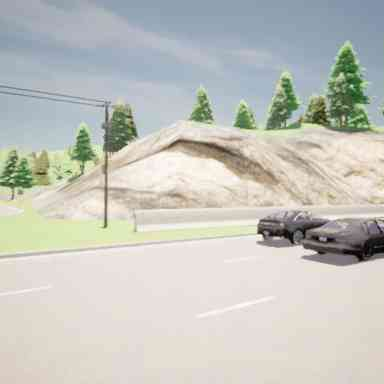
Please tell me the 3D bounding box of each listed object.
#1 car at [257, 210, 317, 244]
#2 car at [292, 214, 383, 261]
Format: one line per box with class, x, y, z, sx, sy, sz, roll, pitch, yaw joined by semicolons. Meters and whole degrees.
car;5.304;1.637;16.229;4.902;1.511;2.128;1;0;-35
car;6.521;1.681;12.810;5.357;1.411;2.033;1;0;-35
